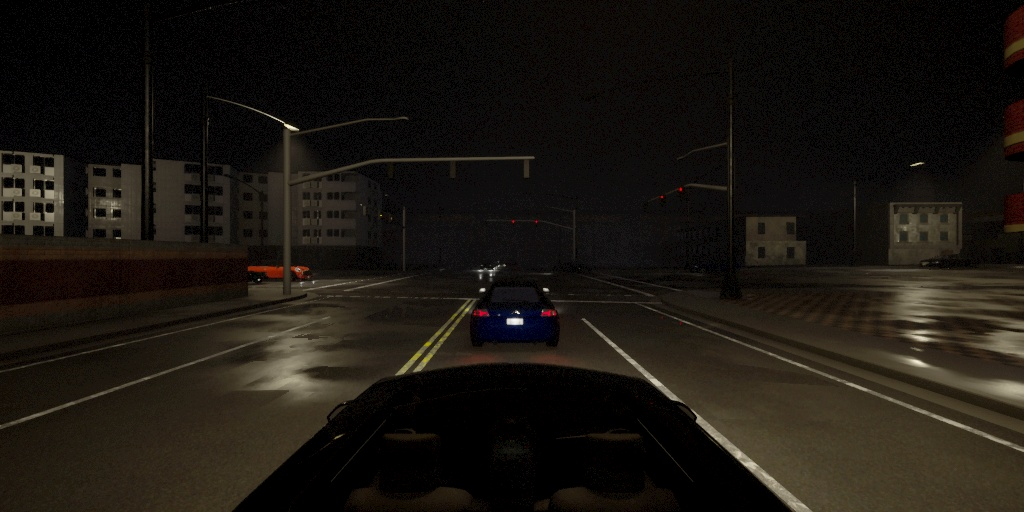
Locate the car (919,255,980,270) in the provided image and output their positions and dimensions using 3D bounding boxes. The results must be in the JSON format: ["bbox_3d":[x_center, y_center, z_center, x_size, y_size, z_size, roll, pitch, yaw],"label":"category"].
[{"bbox_3d":[45.741,0.641,37.546,4.902,1.511,2.128,-1,0,1],"label":"car"}]

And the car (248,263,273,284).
[{"bbox_3d":[-19.921,1.351,25.132,4.718,1.301,1.895,0,0,1],"label":"car"}]

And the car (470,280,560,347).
[{"bbox_3d":[0.063,1.314,9.357,1.994,1.385,4.181,0,0,0],"label":"car"}]

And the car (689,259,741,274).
[{"bbox_3d":[21.387,1.043,37.985,5.008,1.535,1.882,-1,0,1],"label":"car"}]

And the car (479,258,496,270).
[{"bbox_3d":[-3.746,1.255,53.710,1.837,1.490,4.892,0,0,0],"label":"car"}]

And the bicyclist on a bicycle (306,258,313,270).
[{"bbox_3d":[-25.562,1.051,45.223,0.582,1.620,1.656,0,0,0],"label":"bicyclist on a bicycle"}]

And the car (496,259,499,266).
[{"bbox_3d":[-3.753,1.276,63.080,1.812,1.442,4.674,0,0,0],"label":"car"}]

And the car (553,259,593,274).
[{"bbox_3d":[6.468,1.264,38.760,4.181,1.385,1.994,0,0,10],"label":"car"}]

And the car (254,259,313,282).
[{"bbox_3d":[-18.463,1.102,28.582,4.553,1.767,2.097,0,0,0],"label":"car"}]
